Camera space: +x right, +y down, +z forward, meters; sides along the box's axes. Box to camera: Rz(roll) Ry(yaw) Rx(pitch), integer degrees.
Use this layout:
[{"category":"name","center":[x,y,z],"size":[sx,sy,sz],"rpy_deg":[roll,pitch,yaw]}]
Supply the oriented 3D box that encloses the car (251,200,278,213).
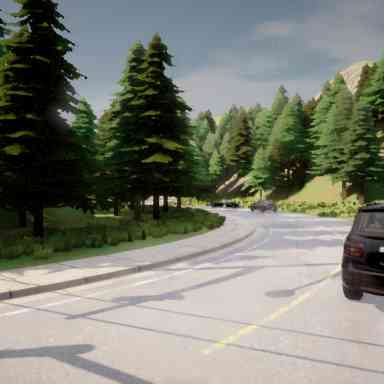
[{"category":"car","center":[8.599,1.683,39.800],"size":[1.812,1.442,4.674],"rpy_deg":[0,0,-13]}]

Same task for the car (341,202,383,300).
[{"category":"car","center":[5.057,1.245,7.784],"size":[2.150,2.045,5.566],"rpy_deg":[0,0,35]}]

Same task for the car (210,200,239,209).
[{"category":"car","center":[4.697,1.787,49.356],"size":[1.895,1.301,4.718],"rpy_deg":[0,0,-33]}]
